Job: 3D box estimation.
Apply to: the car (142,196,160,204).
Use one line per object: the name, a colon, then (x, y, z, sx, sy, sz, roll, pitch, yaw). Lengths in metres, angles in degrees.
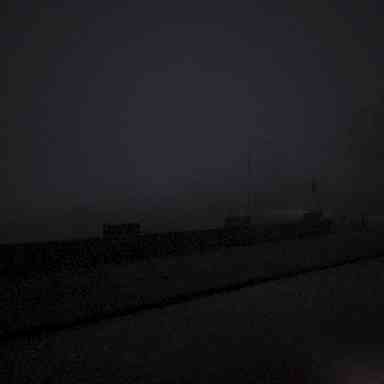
car: (-8.175, 1.478, 65.455, 1.882, 1.535, 5.008, 0, 0, -36)

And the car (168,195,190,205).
car: (-2.302, 1.352, 57.303, 2.097, 1.767, 4.553, 0, 0, -35)

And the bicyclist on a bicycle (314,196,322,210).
bicyclist on a bicycle: (15.190, 1.349, 40.104, 1.656, 1.620, 0.582, 0, 0, -36)
